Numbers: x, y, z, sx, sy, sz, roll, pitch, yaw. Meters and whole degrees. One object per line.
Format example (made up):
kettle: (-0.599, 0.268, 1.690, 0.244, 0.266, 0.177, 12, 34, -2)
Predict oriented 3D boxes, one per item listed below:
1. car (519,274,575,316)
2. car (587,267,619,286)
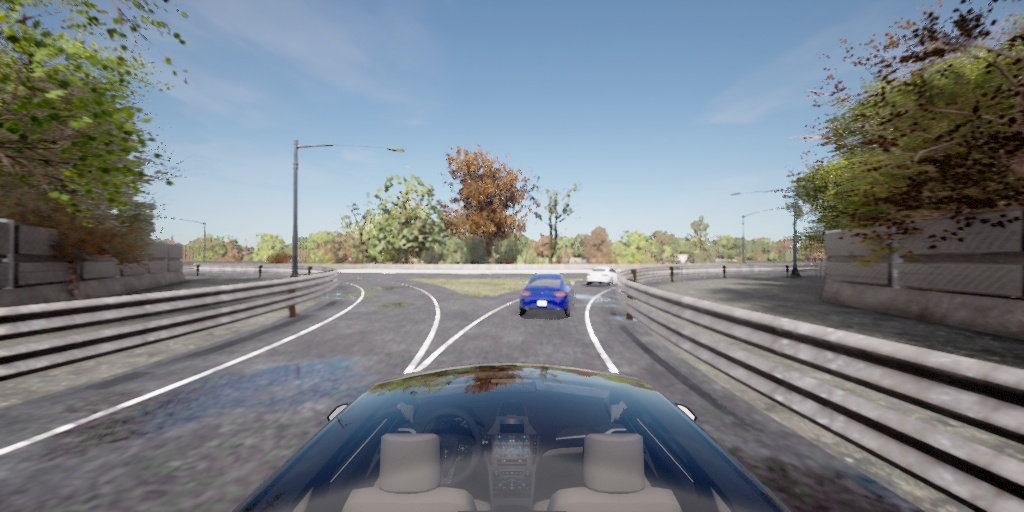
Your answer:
car: (1.449, 1.407, 14.026, 1.812, 1.442, 4.674, 0, -1, 12)
car: (7.310, 1.559, 28.267, 1.812, 1.442, 4.674, 0, -1, 31)
